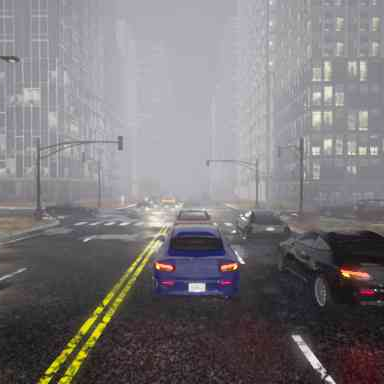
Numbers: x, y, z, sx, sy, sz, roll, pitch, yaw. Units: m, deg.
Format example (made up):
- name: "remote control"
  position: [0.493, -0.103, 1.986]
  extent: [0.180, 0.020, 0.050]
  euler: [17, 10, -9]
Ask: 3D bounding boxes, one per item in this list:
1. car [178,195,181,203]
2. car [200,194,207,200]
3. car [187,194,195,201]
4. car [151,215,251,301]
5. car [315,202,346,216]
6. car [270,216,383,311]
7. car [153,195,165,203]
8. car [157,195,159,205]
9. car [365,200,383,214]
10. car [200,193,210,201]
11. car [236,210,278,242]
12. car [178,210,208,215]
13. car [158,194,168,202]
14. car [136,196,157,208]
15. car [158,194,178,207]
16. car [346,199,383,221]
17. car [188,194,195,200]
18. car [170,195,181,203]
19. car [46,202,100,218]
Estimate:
- name: "car"
  position: [-3.453, 1.552, 58.624]
  extent: [1.895, 1.301, 4.718]
  euler: [0, 0, 0]
- name: "car"
  position: [3.060, 1.334, 89.151]
  extent: [1.895, 1.301, 4.718]
  euler: [0, 0, 0]
- name: "car"
  position: [-0.169, 1.510, 79.142]
  extent: [1.895, 1.301, 4.718]
  euler: [0, 0, 0]
- name: "car"
  position: [0.084, 1.521, 8.184]
  extent: [1.812, 1.442, 4.674]
  euler: [0, 0, 0]
- name: "car"
  position: [15.030, 1.701, 33.730]
  extent: [4.718, 1.301, 1.895]
  euler: [0, 1, 1]
- name: "car"
  position: [3.336, 1.522, 7.621]
  extent: [1.812, 1.442, 4.674]
  euler: [0, 0, 0]
- name: "car"
  position: [-6.667, 1.445, 66.937]
  extent: [1.837, 1.490, 4.892]
  euler: [0, 0, 0]
- name: "car"
  position: [-6.703, 1.457, 57.583]
  extent: [1.837, 1.490, 4.892]
  euler: [0, 0, 0]
- name: "car"
  position: [21.734, 1.641, 36.240]
  extent: [4.829, 1.417, 1.752]
  euler: [1, 0, 1]
- name: "car"
  position: [3.083, 1.140, 78.733]
  extent: [2.150, 2.045, 5.566]
  euler: [0, 0, 0]
- name: "car"
  position: [3.320, 1.554, 16.190]
  extent: [1.994, 1.385, 4.181]
  euler: [0, 0, -1]
- name: "car"
  position: [0.066, 1.591, 17.350]
  extent: [1.895, 1.301, 4.718]
  euler: [0, 0, 0]
- name: "car"
  position: [-6.665, 1.281, 76.862]
  extent: [2.097, 1.767, 4.553]
  euler: [0, 0, 0]
- name: "car"
  position: [-6.700, 1.511, 47.844]
  extent: [2.033, 1.411, 5.357]
  euler: [0, 0, 0]
- name: "car"
  position: [-3.448, 1.440, 49.245]
  extent: [1.882, 1.535, 5.008]
  euler: [0, 0, 0]
- name: "car"
  position: [16.143, 1.518, 27.942]
  extent: [5.009, 1.841, 2.192]
  euler: [1, 0, 1]
- name: "car"
  position: [-0.190, 1.263, 89.114]
  extent: [1.812, 1.442, 4.674]
  euler: [0, 0, 0]
- name: "car"
  position: [-3.398, 1.415, 69.151]
  extent: [1.882, 1.535, 5.008]
  euler: [0, 0, 0]
- name: "car"
  position: [-10.553, 1.545, 29.589]
  extent: [4.718, 1.301, 1.895]
  euler: [1, 1, 22]
